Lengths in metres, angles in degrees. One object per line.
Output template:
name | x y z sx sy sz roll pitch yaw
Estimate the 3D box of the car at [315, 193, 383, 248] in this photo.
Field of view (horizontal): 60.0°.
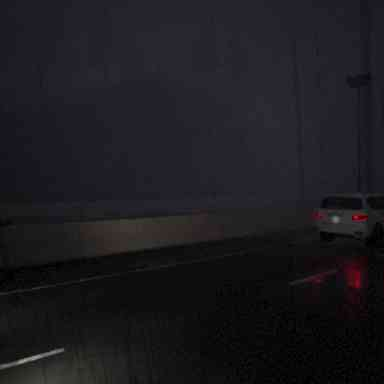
car | 7.463 1.063 14.262 5.566 2.045 2.150 -1 0 -40
